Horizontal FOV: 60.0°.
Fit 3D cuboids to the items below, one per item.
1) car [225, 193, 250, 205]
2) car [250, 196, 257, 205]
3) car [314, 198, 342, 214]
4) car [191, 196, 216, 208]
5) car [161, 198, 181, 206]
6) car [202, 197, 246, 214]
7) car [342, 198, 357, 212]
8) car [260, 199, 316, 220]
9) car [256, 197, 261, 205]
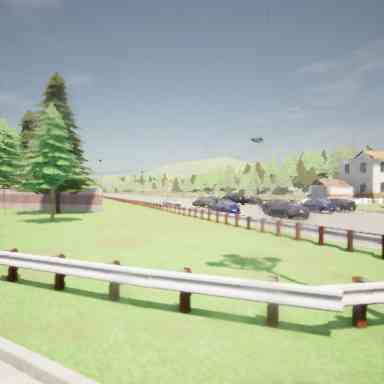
[{"bbox_3d":[6.417,1.116,52.624,2.150,2.045,5.566,0,0,-20],"label":"car"},{"bbox_3d":[9.587,1.378,54.163,2.128,1.511,4.902,0,0,-20],"label":"car"},{"bbox_3d":[12.889,1.440,34.585,1.812,1.442,4.674,0,0,-20],"label":"car"},{"bbox_3d":[1.566,1.463,45.417,2.033,1.411,5.357,0,0,-20],"label":"car"},{"bbox_3d":[-3.163,1.520,48.236,1.895,1.301,4.718,0,0,-20],"label":"car"},{"bbox_3d":[2.922,1.464,31.275,1.812,1.442,4.674,0,0,-20],"label":"car"},{"bbox_3d":[15.818,1.410,36.785,1.837,1.490,4.892,0,0,-20],"label":"car"},{"bbox_3d":[7.887,1.500,27.801,1.994,1.385,4.181,0,0,-20],"label":"car"},{"bbox_3d":[8.955,1.485,35.187,1.994,1.385,4.181,0,0,-20],"label":"car"}]
